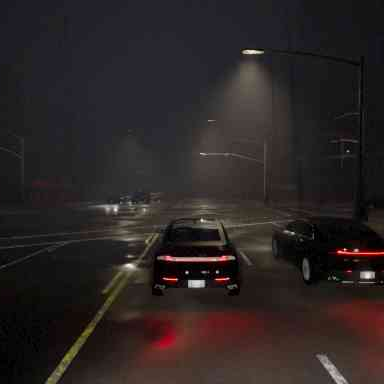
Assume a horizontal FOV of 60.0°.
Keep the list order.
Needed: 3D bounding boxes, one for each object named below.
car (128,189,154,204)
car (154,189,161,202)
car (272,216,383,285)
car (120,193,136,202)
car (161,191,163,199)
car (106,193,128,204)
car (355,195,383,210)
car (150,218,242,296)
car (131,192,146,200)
[{"bbox_3d":[-7.191,0.626,47.450,2.150,2.045,5.566,0,0,1],"label":"car"},{"bbox_3d":[-7.216,0.572,57.484,2.150,2.045,5.566,0,0,0],"label":"car"},{"bbox_3d":[3.578,1.415,9.209,1.837,1.490,4.892,0,1,0],"label":"car"},{"bbox_3d":[-10.722,0.881,56.050,1.812,1.442,4.674,0,0,0],"label":"car"},{"bbox_3d":[-7.206,0.541,67.920,2.150,2.045,5.566,0,0,0],"label":"car"},{"bbox_3d":[-10.702,0.898,46.785,2.128,1.511,4.902,0,0,0],"label":"car"},{"bbox_3d":[19.034,1.039,33.432,4.892,1.490,1.837,0,1,0],"label":"car"},{"bbox_3d":[0.074,1.409,8.413,2.128,1.511,4.902,0,1,0],"label":"car"},{"bbox_3d":[-10.715,0.815,66.453,2.128,1.511,4.902,0,0,0],"label":"car"}]
